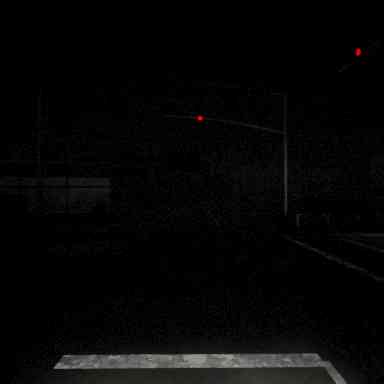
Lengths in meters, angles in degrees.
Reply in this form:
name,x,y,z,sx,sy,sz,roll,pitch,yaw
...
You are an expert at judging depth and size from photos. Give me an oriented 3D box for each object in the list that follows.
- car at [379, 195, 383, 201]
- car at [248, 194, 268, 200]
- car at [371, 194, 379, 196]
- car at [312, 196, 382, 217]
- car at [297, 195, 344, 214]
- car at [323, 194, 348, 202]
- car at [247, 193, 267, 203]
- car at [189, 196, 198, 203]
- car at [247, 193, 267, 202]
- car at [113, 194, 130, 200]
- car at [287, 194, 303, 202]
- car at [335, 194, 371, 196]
name,x,y,z,sx,sy,sz,roll,pitch,yaw
car,38.723,1.153,62.638,5.027,1.636,2.152,0,0,0
car,18.134,1.333,91.607,4.902,1.511,2.128,0,0,0
car,38.378,1.232,69.054,3.806,1.475,1.970,0,0,0
car,13.080,1.339,28.258,4.514,1.523,2.007,0,0,0
car,13.017,1.330,31.395,5.027,1.636,2.152,0,0,0
car,31.317,1.298,72.693,4.514,1.523,2.007,0,0,0
car,12.850,1.361,65.652,3.806,1.475,1.970,0,0,0
car,0.273,1.547,69.680,2.033,1.411,5.357,0,0,0
car,13.450,1.077,68.978,3.866,1.878,1.905,0,0,0
car,-19.401,1.332,91.583,4.674,1.442,1.812,0,0,0
car,21.329,1.097,65.718,4.605,1.855,1.932,0,0,0
car,20.651,1.320,43.266,3.633,1.501,1.845,0,0,0
